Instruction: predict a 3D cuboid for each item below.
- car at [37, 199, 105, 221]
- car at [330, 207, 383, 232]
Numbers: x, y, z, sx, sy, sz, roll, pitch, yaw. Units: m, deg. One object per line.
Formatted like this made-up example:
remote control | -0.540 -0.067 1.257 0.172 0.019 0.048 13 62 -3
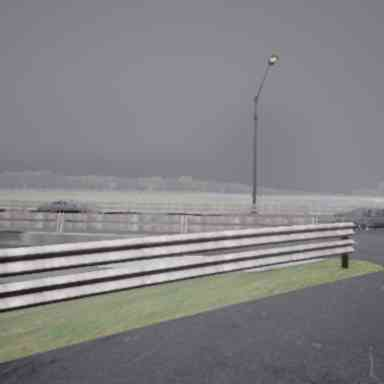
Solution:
car | -9.012 1.306 24.838 4.902 1.511 2.128 1 0 6
car | 11.331 1.647 20.120 5.357 1.411 2.033 1 0 1
